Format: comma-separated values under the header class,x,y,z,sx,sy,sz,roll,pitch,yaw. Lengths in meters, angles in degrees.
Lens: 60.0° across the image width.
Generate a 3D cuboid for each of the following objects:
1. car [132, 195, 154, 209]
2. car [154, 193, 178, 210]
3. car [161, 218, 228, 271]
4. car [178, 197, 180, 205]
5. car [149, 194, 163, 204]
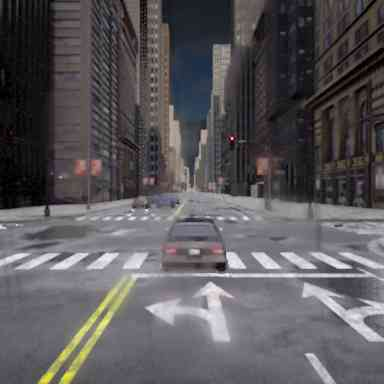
class,x,y,z,sx,sy,sz,roll,pitch,yaw
car,-6.599,1.316,43.890,2.097,1.767,4.553,0,0,0
car,-3.351,1.185,43.748,2.150,2.045,5.566,0,0,0
car,0.071,1.538,10.803,2.033,1.411,5.357,0,0,0
car,-3.317,1.294,59.245,2.097,1.767,4.553,0,0,0
car,-6.546,1.291,60.859,2.097,1.767,4.553,0,0,1
